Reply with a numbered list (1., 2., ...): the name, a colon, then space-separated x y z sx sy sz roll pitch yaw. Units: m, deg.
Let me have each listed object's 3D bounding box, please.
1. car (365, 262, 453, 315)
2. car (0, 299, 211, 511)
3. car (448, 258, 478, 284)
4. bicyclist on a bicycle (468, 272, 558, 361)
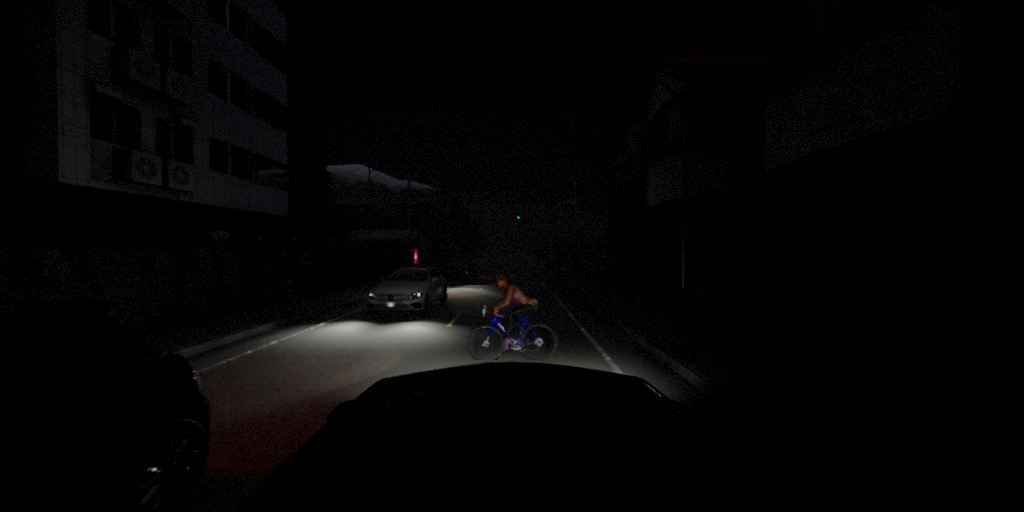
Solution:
1. car: -3.490 1.094 12.687 1.812 1.442 4.674 0 1 0
2. car: -3.621 1.111 1.080 2.097 1.767 4.553 0 1 1
3. car: -3.317 0.877 22.897 1.882 1.535 5.008 0 1 1
4. bicyclist on a bicycle: 0.000 1.118 6.490 1.656 1.620 0.582 -2 1 1
